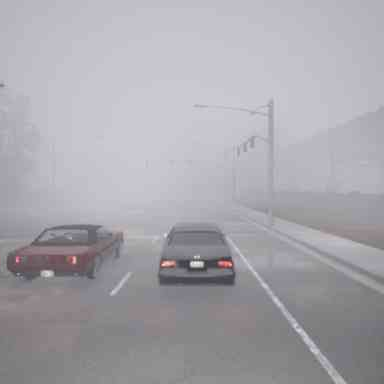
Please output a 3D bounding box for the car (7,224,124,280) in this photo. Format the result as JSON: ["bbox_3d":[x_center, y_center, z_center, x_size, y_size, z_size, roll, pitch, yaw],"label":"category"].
[{"bbox_3d":[-3.384,1.625,10.020,1.895,1.301,4.718,0,0,0],"label":"car"}]

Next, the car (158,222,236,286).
[{"bbox_3d":[0.109,1.573,9.532,2.033,1.411,5.357,0,0,0],"label":"car"}]
